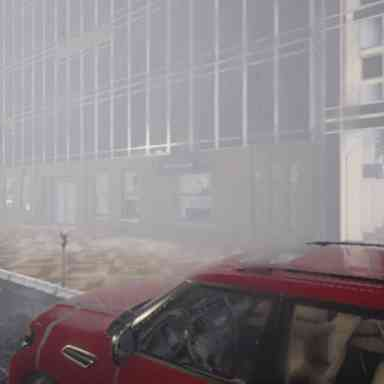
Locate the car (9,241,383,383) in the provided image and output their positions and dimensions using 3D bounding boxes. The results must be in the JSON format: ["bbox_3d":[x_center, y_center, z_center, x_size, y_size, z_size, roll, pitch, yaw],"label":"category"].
[{"bbox_3d":[0.785,1.313,2.320,5.009,1.841,2.192,0,0,36],"label":"car"}]
